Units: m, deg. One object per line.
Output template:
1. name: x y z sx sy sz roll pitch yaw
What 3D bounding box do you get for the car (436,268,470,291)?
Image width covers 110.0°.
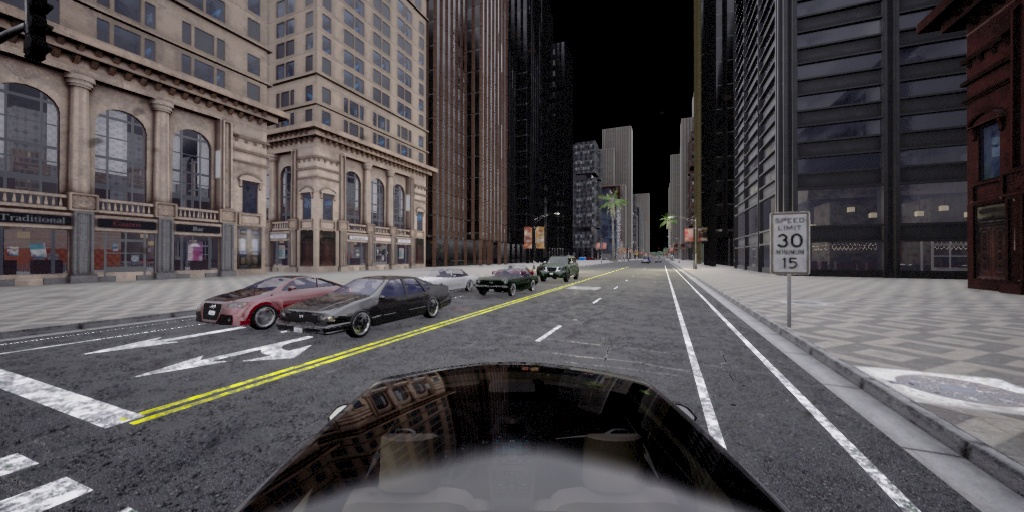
1. car: -3.736 1.357 19.345 1.895 1.301 4.718 0 0 23

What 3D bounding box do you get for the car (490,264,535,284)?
1. car: 0.118 1.364 28.531 1.895 1.301 4.718 0 0 23

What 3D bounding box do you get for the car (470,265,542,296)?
1. car: -0.151 1.358 19.486 1.895 1.301 4.718 0 0 23

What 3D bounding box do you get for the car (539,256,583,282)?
1. car: 3.990 0.987 29.349 2.150 2.045 5.566 0 0 23

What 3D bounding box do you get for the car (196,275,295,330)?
1. car: -7.121 1.316 11.264 1.994 1.385 4.181 0 0 23

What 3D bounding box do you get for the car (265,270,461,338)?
1. car: -3.861 1.299 10.644 2.033 1.411 5.357 0 0 23

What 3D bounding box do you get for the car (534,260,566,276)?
1. car: 4.101 1.251 37.927 1.882 1.535 5.008 0 0 23
